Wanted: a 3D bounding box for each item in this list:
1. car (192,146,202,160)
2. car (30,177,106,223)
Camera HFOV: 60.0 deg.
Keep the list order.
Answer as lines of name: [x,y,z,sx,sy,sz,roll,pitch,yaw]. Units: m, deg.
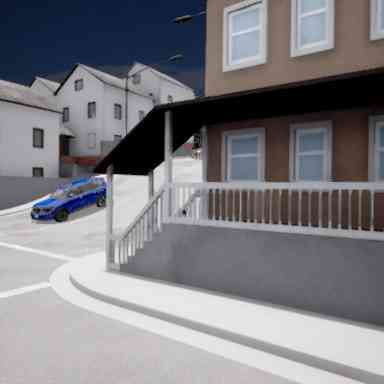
car: [1.853,-4.599,36.619,2.097,1.767,4.553,1,11,35]
car: [-8.007,0.465,22.381,2.150,2.045,5.566,1,15,34]
